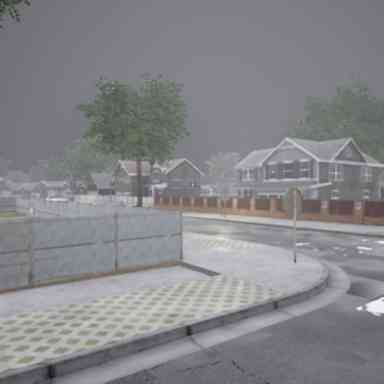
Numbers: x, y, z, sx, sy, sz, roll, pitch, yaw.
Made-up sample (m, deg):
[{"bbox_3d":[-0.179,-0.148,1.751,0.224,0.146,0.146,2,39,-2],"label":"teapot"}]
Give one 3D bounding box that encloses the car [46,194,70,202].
[{"bbox_3d":[-18.886,1.296,46.679,2.150,2.045,5.566,0,0,-36],"label":"car"}]
